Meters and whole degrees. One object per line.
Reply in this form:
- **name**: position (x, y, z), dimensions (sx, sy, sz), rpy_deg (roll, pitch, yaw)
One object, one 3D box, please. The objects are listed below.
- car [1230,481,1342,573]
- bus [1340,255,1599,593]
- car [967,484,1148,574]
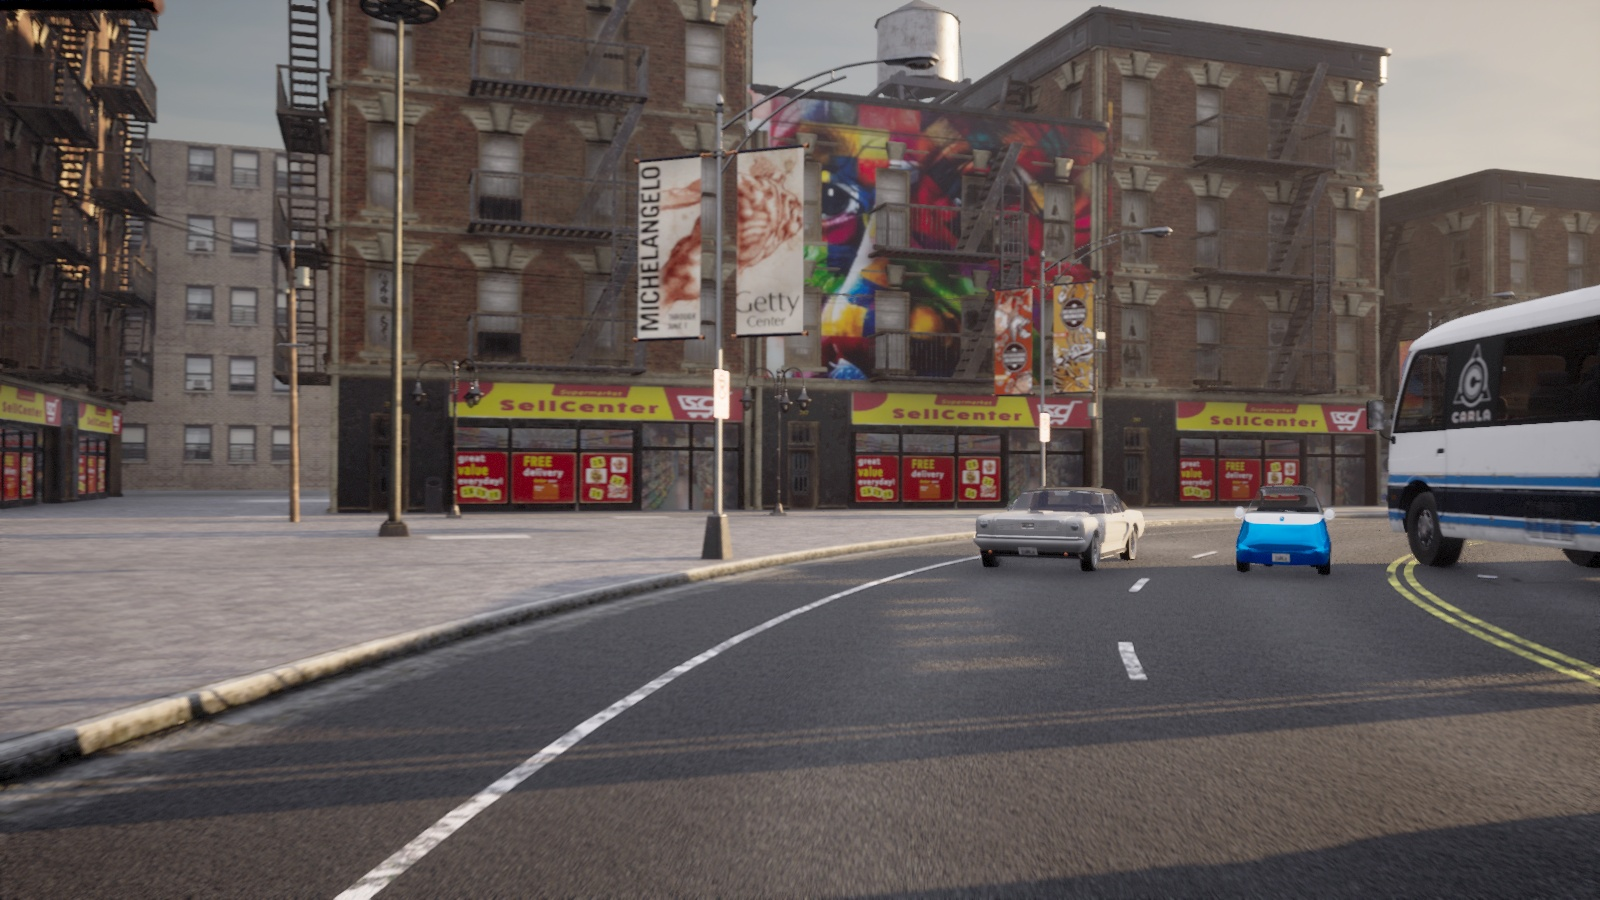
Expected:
- **car**: position (7.838, 1.183, 20.179), dimensions (1.481, 1.376, 2.207), rpy_deg (-1, -1, 26)
- **bus**: position (12.070, -0.292, 18.362), dimensions (3.944, 4.253, 10.273), rpy_deg (0, -1, 0)
- **car**: position (4.532, 1.261, 21.517), dimensions (1.895, 1.301, 4.718), rpy_deg (-1, -1, 26)
